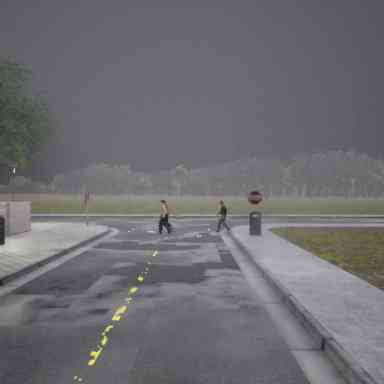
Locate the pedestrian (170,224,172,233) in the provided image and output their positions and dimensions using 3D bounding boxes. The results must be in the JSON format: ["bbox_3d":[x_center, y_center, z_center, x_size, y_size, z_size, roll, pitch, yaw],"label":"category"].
[{"bbox_3d":[-1.480,1.294,18.538,0.375,1.860,0.375,0,0,0],"label":"pedestrian"}]

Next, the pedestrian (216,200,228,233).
[{"bbox_3d":[1.622,1.294,17.923,0.375,1.860,0.375,0,0,0],"label":"pedestrian"}]

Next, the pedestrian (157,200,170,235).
[{"bbox_3d":[-1.499,1.294,17.338,0.375,1.860,0.375,0,0,0],"label":"pedestrian"}]
